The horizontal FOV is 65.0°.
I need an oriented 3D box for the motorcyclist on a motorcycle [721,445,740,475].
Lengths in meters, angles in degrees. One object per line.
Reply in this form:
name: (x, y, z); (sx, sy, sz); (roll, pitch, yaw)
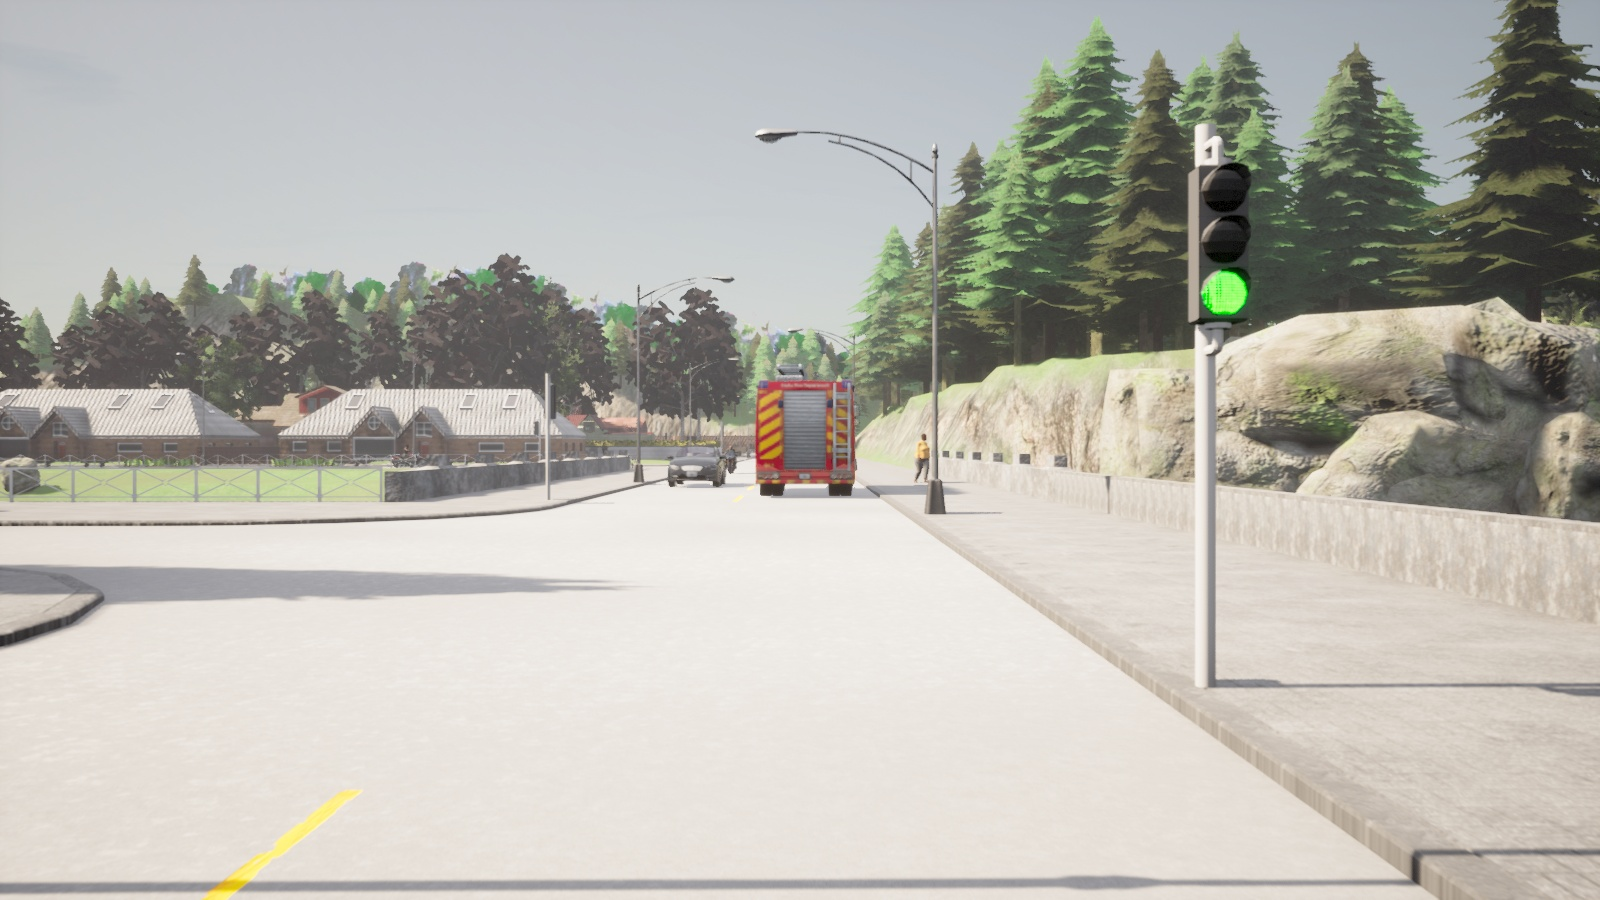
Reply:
motorcyclist on a motorcycle: (-3.611, 0.527, 65.365); (0.866, 1.530, 2.191); (0, 0, 1)

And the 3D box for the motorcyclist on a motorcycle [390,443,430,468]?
motorcyclist on a motorcycle: (-25.745, 0.356, 82.927); (2.350, 1.649, 0.766); (0, 0, 0)

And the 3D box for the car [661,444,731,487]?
car: (-3.729, 0.524, 45.723); (2.128, 1.511, 4.902); (0, 0, 0)

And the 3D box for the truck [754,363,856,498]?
truck: (0.267, -0.572, 40.055); (2.891, 3.827, 8.468); (0, 0, 2)

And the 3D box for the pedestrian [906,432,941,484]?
pedestrian: (4.513, 0.283, 45.970); (0.874, 1.855, 0.900); (0, 0, -39)
